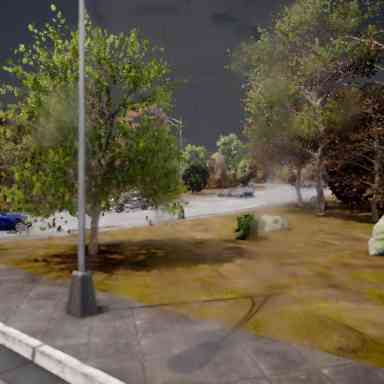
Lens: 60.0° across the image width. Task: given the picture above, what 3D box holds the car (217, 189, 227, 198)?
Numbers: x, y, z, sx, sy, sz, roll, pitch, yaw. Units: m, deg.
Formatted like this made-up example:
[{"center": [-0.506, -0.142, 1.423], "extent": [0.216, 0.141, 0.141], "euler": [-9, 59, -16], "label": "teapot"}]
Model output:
[{"center": [5.983, 0.223, 55.864], "extent": [1.994, 1.385, 4.181], "euler": [0, 3, 38], "label": "car"}]

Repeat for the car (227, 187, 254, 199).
[{"center": [8.041, 0.067, 52.835], "extent": [2.097, 1.767, 4.553], "euler": [0, 3, 39], "label": "car"}]

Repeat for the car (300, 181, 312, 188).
[{"center": [29.347, -1.911, 86.216], "extent": [2.097, 1.767, 4.553], "euler": [0, 3, 8], "label": "car"}]

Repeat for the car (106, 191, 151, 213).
[{"center": [-6.715, 0.966, 34.321], "extent": [2.150, 2.045, 5.566], "euler": [0, 2, 38], "label": "car"}]

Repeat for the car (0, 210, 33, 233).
[{"center": [-11.013, 1.462, 17.452], "extent": [1.882, 1.535, 5.008], "euler": [0, 0, 38], "label": "car"}]

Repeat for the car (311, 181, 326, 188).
[{"center": [32.553, -1.665, 84.338], "extent": [2.033, 1.411, 5.357], "euler": [0, 3, 8], "label": "car"}]
